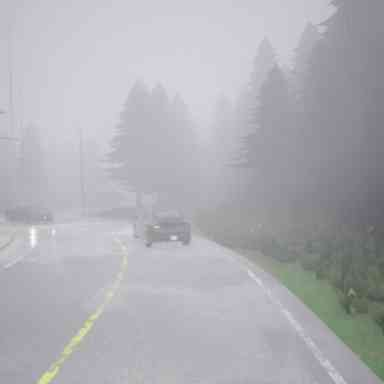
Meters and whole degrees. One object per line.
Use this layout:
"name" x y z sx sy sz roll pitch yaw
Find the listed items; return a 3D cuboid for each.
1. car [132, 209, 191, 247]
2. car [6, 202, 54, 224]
"car" -1.476 1.514 15.097 1.837 1.490 4.892 0 0 -19
"car" -12.036 1.561 24.595 4.892 1.490 1.837 0 0 40
